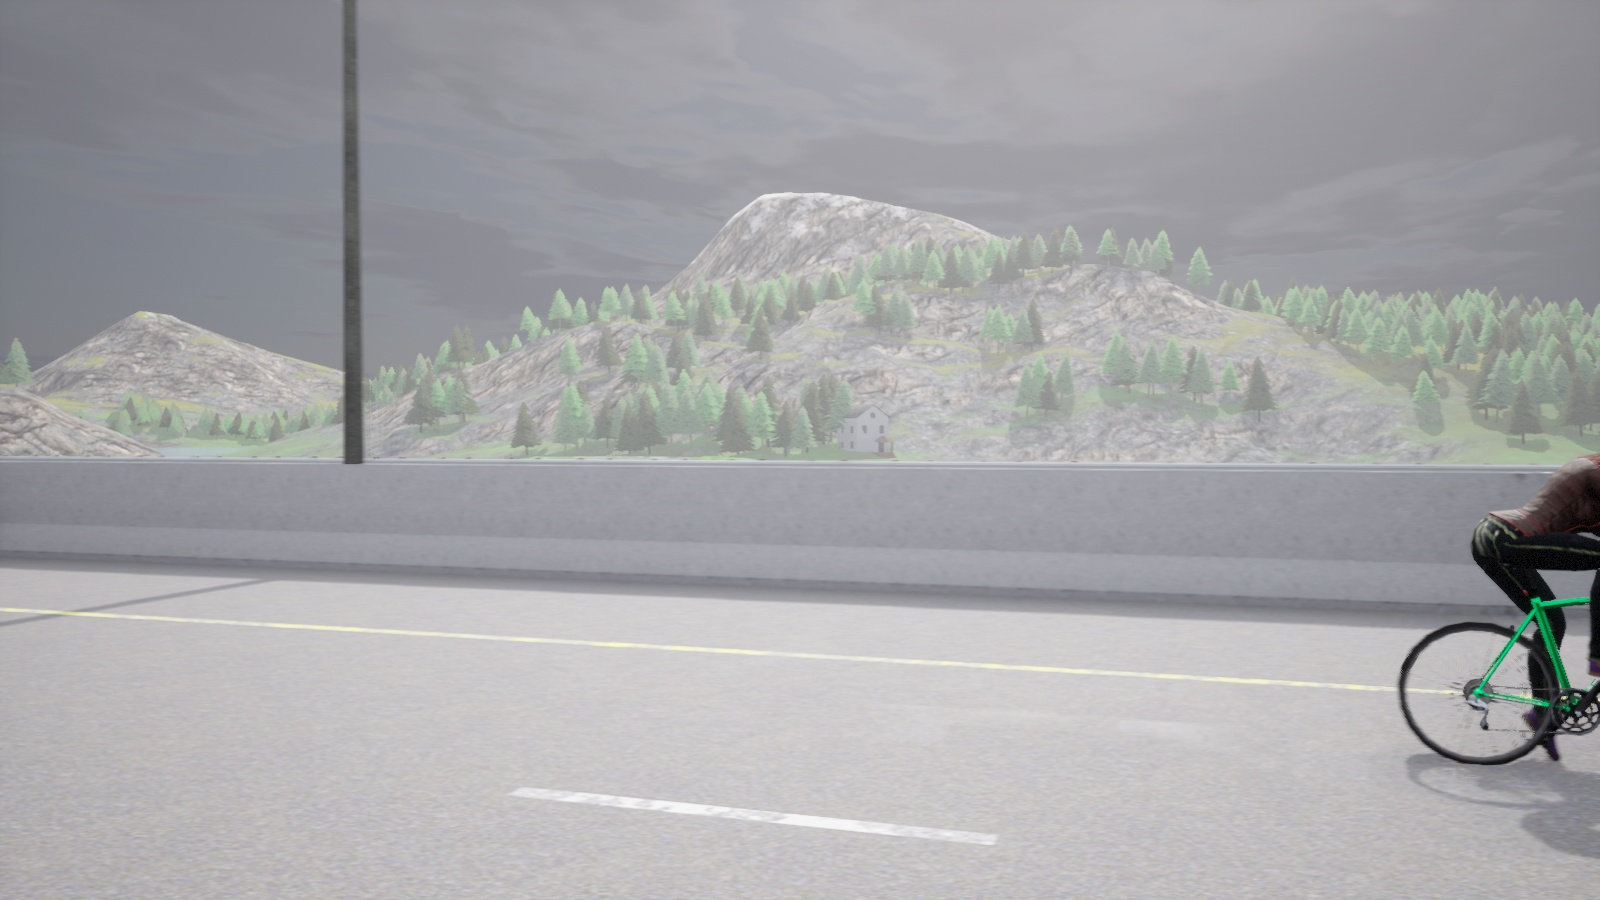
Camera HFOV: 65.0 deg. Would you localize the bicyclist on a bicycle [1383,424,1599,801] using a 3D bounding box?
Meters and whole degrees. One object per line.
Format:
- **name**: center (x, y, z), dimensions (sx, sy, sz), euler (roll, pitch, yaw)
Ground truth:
- **bicyclist on a bicycle**: center (3.591, 0.703, 5.676), dimensions (1.656, 1.620, 0.582), euler (1, 1, 19)
